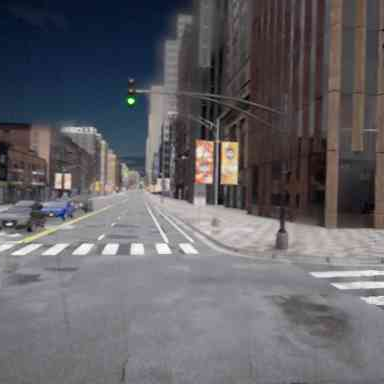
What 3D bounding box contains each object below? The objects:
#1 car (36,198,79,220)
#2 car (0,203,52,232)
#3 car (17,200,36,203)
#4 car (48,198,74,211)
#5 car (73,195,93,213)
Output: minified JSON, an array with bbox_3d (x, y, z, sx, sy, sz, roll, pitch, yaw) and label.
[{"bbox_3d":[-11.449,1.533,28.661,1.882,1.535,5.008,1,-1,-9],"label":"car"},{"bbox_3d":[-10.087,1.556,19.770,1.994,1.385,4.181,1,-1,-9],"label":"car"},{"bbox_3d":[-14.990,1.474,30.312,1.882,1.535,5.008,1,-1,-9],"label":"car"},{"bbox_3d":[-17.004,1.577,43.501,2.128,1.511,4.902,1,0,-8],"label":"car"},{"bbox_3d":[-13.065,1.346,39.236,2.150,2.045,5.566,1,0,-9],"label":"car"}]
